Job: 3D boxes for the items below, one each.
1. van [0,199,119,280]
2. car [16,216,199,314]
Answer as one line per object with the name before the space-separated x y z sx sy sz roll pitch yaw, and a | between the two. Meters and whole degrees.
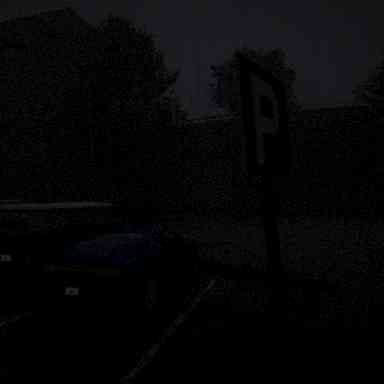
van | -3.609 1.282 9.713 1.878 1.987 4.442 0 -1 17
car | -1.243 1.504 7.799 2.097 1.535 5.008 0 -1 17
